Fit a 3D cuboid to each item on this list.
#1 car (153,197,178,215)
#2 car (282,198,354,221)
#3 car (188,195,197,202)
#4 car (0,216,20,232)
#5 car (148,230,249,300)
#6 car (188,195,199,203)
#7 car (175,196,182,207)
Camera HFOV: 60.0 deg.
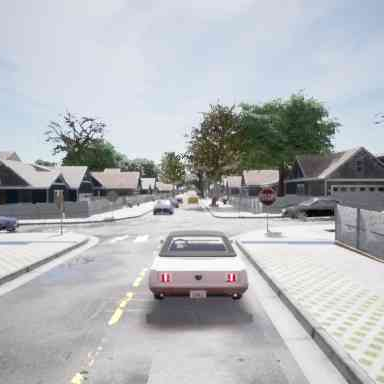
[{"bbox_3d":[-2.787,1.493,33.605,2.033,1.411,5.357,0,0,0],"label":"car"},{"bbox_3d":[8.841,1.166,23.347,4.902,1.511,2.128,-2,0,0],"label":"car"},{"bbox_3d":[0.143,1.397,76.136,2.128,1.511,4.902,0,0,0],"label":"car"},{"bbox_3d":[-13.004,1.817,20.207,4.674,1.442,1.812,-2,0,2],"label":"car"},{"bbox_3d":[0.120,1.596,8.356,1.895,1.301,4.718,0,0,0],"label":"car"},{"bbox_3d":[0.217,1.367,63.398,1.882,1.535,5.008,0,0,0],"label":"car"},{"bbox_3d":[-2.757,1.448,44.994,1.812,1.442,4.674,0,0,1],"label":"car"}]
